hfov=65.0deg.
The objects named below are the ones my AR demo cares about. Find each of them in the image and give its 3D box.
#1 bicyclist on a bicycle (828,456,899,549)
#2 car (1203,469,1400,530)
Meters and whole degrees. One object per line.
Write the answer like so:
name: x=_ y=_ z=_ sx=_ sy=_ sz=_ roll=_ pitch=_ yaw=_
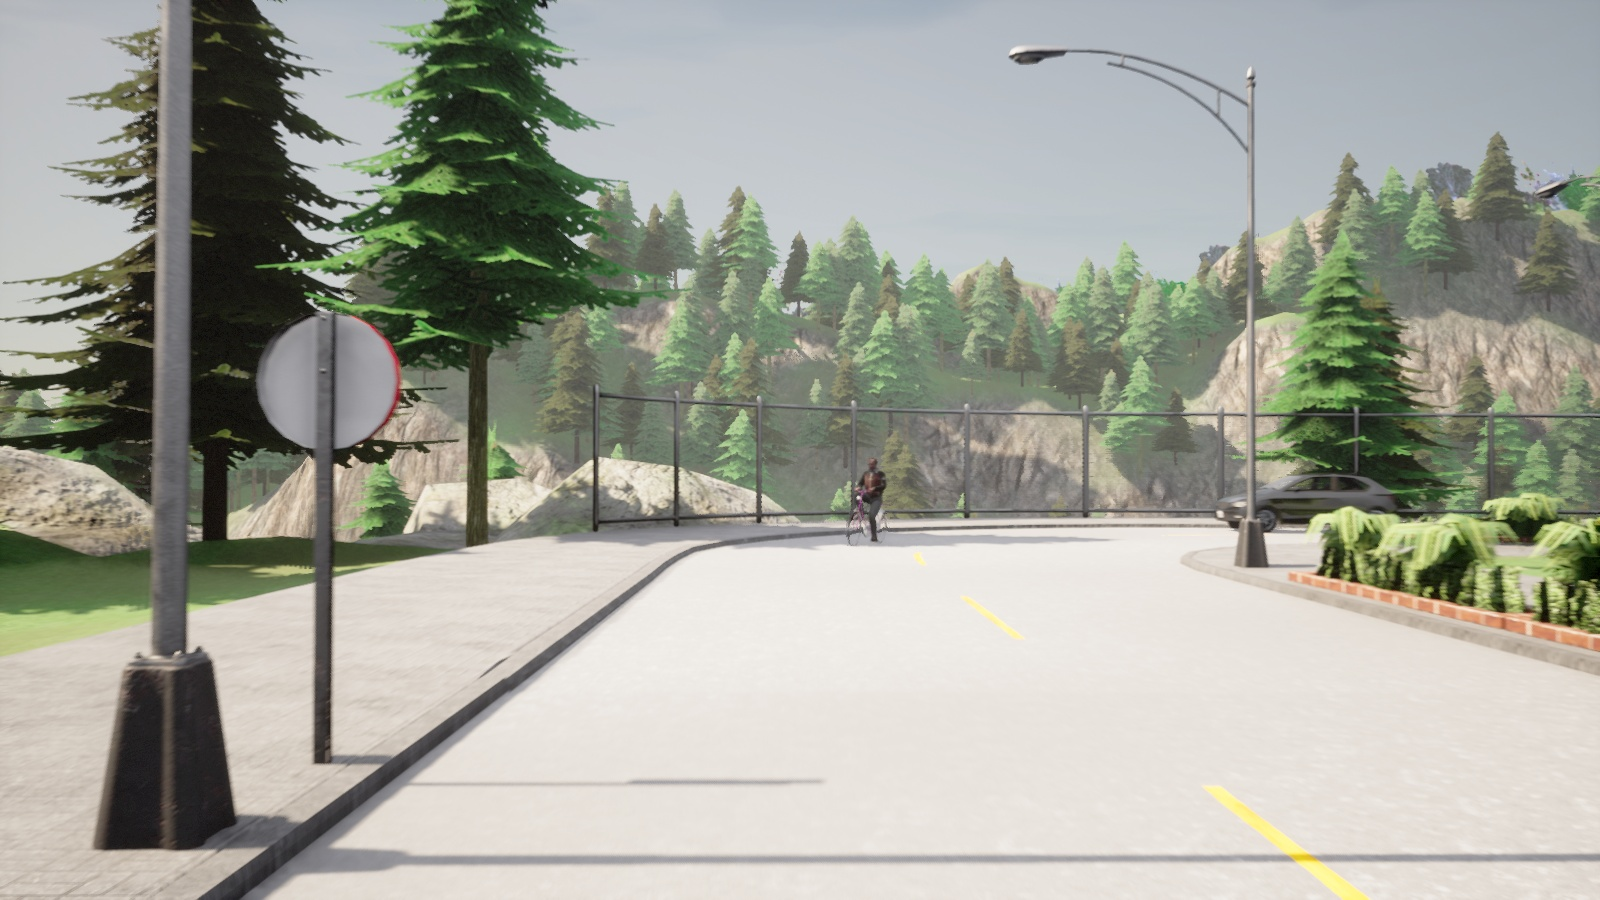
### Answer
bicyclist on a bicycle: x=1.288 y=1.026 z=25.113 sx=0.659 sy=1.776 sz=1.843 roll=1 pitch=0 yaw=28
car: x=12.476 y=1.211 z=31.431 sx=4.193 sy=1.474 sz=1.816 roll=0 pitch=-1 yaw=-1
